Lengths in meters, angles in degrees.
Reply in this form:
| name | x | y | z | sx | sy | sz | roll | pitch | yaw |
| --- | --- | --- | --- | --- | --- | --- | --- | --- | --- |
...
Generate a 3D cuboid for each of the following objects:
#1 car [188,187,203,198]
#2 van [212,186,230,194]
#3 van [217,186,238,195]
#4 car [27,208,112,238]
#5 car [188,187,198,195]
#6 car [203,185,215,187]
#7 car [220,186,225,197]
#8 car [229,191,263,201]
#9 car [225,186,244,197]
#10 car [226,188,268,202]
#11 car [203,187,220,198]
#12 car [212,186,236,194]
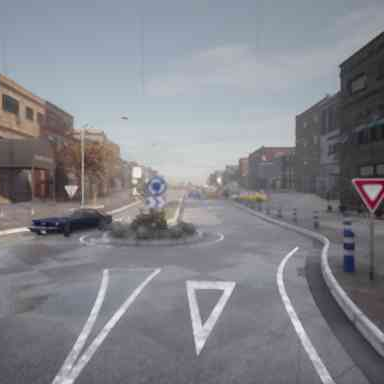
| name | x | y | z | sx | sy | sz | roll | pitch | yaw |
| --- | --- | --- | --- | --- | --- | --- | --- | --- | --- |
| car | 0.373 | 0.151 | 58.582 | 2.097 | 1.767 | 4.553 | 0 | 2 | 0 |
| van | 7.497 | -0.557 | 85.780 | 4.442 | 1.987 | 1.878 | 0 | 1 | -1 |
| van | 7.877 | -0.348 | 74.638 | 4.442 | 1.987 | 1.878 | 0 | 1 | -1 |
| car | -6.239 | 1.534 | 17.531 | 1.895 | 1.301 | 4.718 | 0 | 0 | 18 |
| car | 0.178 | -0.202 | 70.344 | 1.882 | 1.535 | 5.008 | 0 | 1 | -1 |
| car | 3.178 | -0.138 | 70.385 | 2.033 | 1.411 | 5.357 | 0 | 1 | -1 |
| car | 7.939 | 0.215 | 60.987 | 5.008 | 1.535 | 2.097 | 0 | 2 | -1 |
| car | 8.093 | 0.592 | 49.972 | 4.674 | 1.452 | 2.002 | 0 | 2 | -1 |
| car | 8.022 | 0.336 | 52.720 | 4.553 | 1.767 | 2.185 | 0 | 2 | -1 |
| car | 7.941 | 0.641 | 47.212 | 5.366 | 1.575 | 1.946 | 0 | 2 | -1 |
| car | 3.371 | 0.288 | 58.265 | 1.882 | 1.535 | 5.008 | 0 | 1 | 0 |
| car | 7.658 | -0.487 | 80.271 | 5.566 | 2.045 | 2.435 | 0 | 1 | -1 |
